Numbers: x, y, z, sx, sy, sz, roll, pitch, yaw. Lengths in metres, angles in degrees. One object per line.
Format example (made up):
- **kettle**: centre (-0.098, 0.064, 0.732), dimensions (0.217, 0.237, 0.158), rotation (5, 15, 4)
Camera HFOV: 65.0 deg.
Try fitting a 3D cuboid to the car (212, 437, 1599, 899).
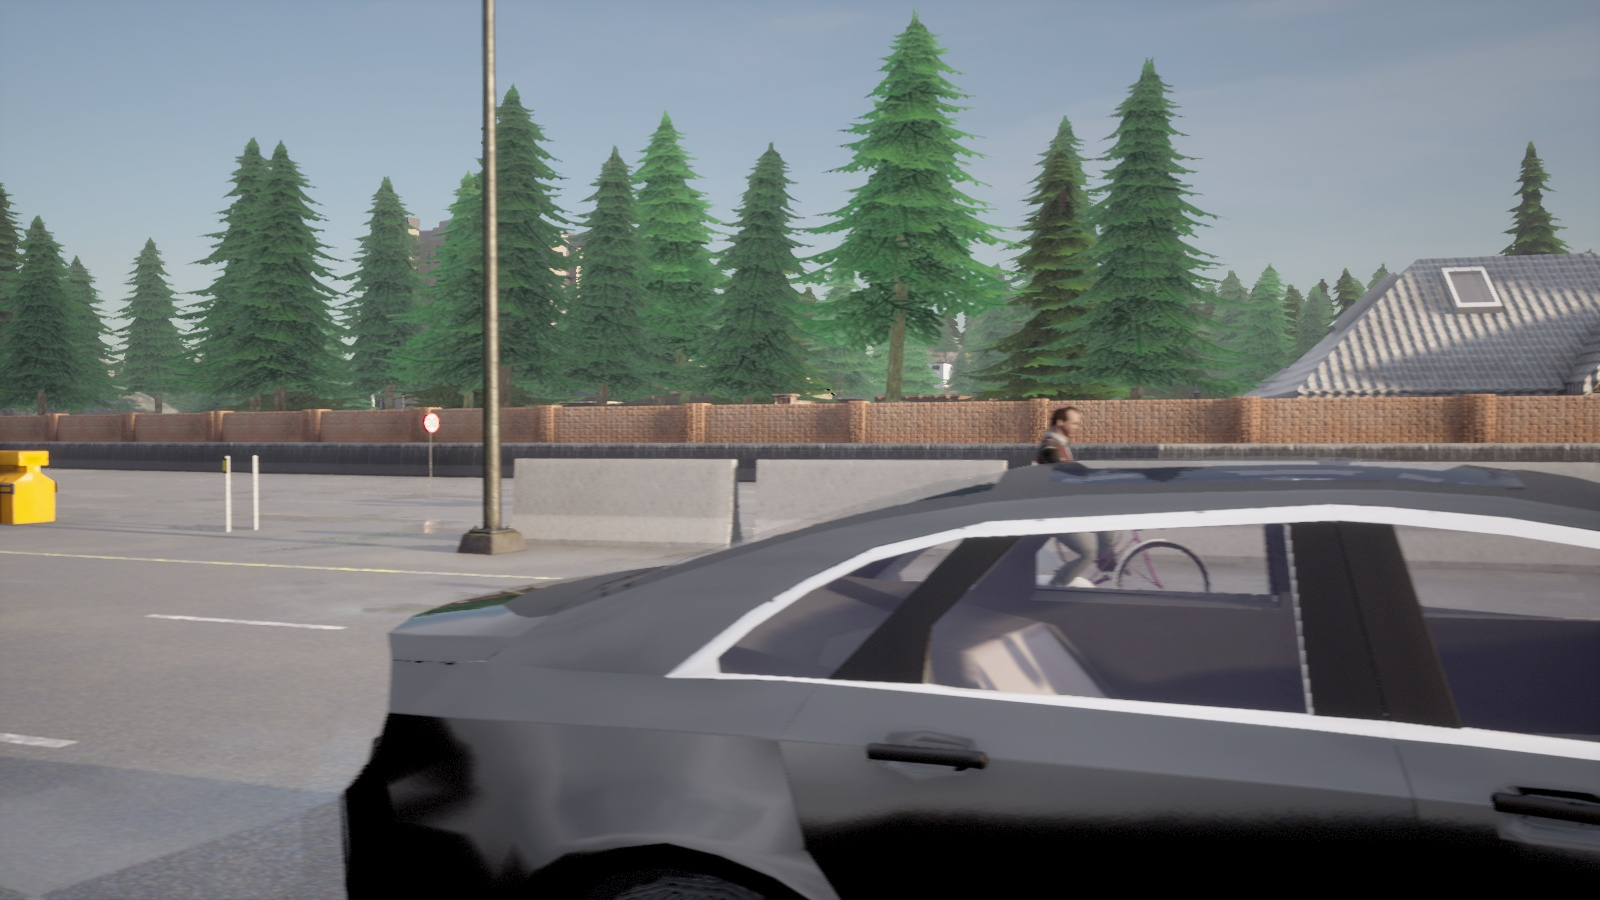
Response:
- **car**: centre (1.533, 0.747, 2.660), dimensions (4.902, 1.511, 2.128), rotation (1, 1, 18)
